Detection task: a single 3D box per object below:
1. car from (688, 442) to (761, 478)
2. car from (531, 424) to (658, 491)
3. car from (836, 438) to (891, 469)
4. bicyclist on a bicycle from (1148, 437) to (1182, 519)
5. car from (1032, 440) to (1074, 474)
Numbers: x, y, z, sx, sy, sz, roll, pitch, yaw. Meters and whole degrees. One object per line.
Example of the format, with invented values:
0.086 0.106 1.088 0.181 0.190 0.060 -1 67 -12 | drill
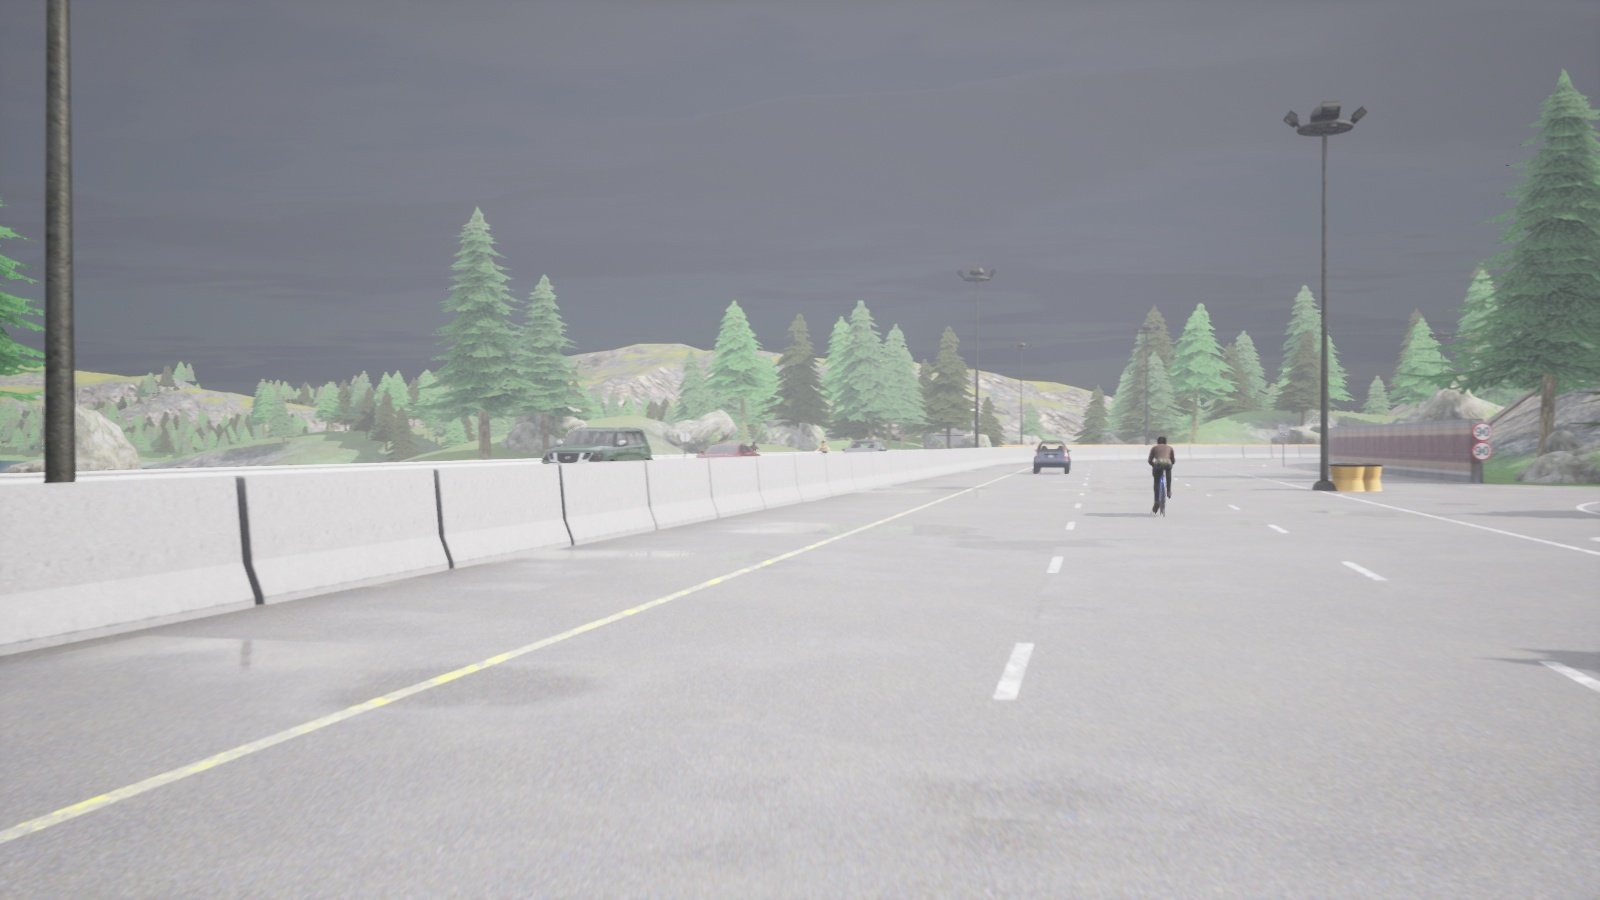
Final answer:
-3.302 0.402 55.970 1.882 1.535 5.008 0 0 13 | car
-6.704 0.223 41.727 2.150 2.045 5.566 0 0 13 | car
3.583 0.196 69.736 2.242 1.667 4.611 0 0 13 | car
7.450 0.558 25.682 0.582 1.620 1.656 0 0 14 | bicyclist on a bicycle
12.500 0.301 61.865 1.851 1.617 3.988 0 0 13 | car
